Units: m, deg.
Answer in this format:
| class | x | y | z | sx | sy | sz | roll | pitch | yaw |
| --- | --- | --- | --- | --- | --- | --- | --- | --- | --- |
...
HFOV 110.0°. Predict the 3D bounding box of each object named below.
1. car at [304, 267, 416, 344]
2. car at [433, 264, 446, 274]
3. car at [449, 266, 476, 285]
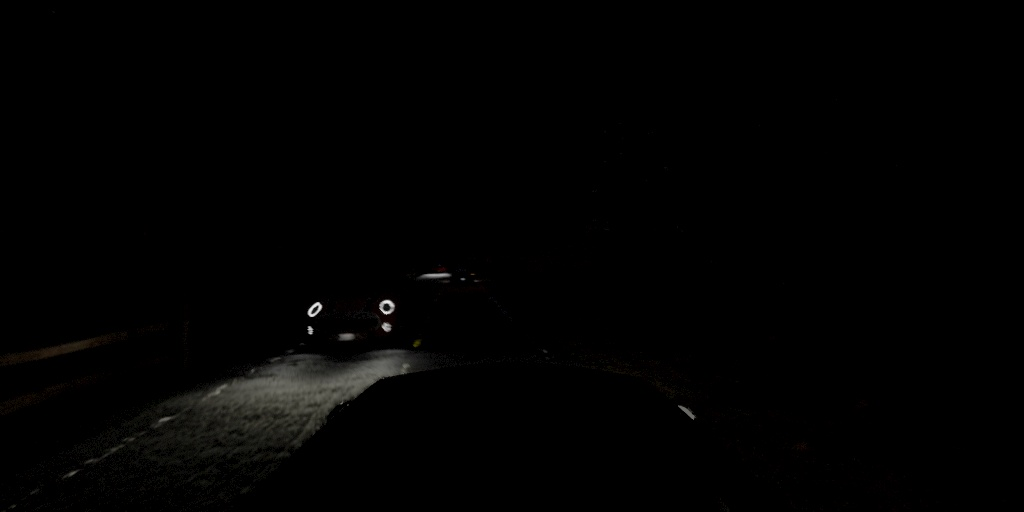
| class | x | y | z | sx | sy | sz | roll | pitch | yaw |
| --- | --- | --- | --- | --- | --- | --- | --- | --- | --- |
| car | -4.017 | 1.233 | 10.170 | 2.097 | 1.767 | 4.553 | -1 | -1 | -9 |
| car | -10.729 | 1.893 | 53.220 | 1.895 | 1.301 | 4.718 | -1 | 0 | -9 |
| car | -4.045 | 1.553 | 29.193 | 1.812 | 1.442 | 4.674 | -1 | 0 | -9 |
